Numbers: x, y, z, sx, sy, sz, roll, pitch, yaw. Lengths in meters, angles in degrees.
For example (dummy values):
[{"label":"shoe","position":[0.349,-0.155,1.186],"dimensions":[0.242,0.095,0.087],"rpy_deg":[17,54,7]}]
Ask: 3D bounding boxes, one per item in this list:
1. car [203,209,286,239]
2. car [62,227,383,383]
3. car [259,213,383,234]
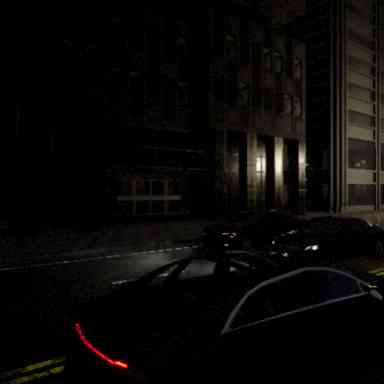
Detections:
[{"label":"car","position":[2.696,1.472,13.592],"dimensions":[5.008,1.535,1.882],"rpy_deg":[0,0,-35]},{"label":"car","position":[1.005,1.490,4.157],"dimensions":[4.902,1.511,2.128],"rpy_deg":[0,0,-36]},{"label":"car","position":[4.601,1.520,10.959],"dimensions":[4.674,1.442,1.812],"rpy_deg":[0,0,-36]}]
